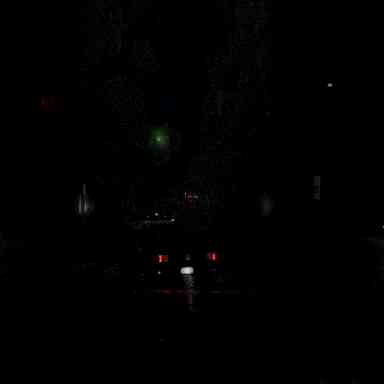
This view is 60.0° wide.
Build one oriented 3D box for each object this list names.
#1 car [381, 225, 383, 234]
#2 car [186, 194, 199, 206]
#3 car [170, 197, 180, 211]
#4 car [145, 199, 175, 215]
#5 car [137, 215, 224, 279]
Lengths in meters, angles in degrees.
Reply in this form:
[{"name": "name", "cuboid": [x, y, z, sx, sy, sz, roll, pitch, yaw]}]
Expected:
[{"name": "car", "cuboid": [12.637, 1.775, 16.811, 5.357, 1.411, 2.033, 1, 0, 0]}, {"name": "car", "cuboid": [0.110, 1.621, 58.722, 1.837, 1.490, 4.892, 0, 0, 0]}, {"name": "car", "cuboid": [-2.774, 1.564, 38.866, 1.837, 1.490, 4.892, 0, 0, 0]}, {"name": "car", "cuboid": [-2.812, 1.601, 28.294, 1.994, 1.385, 4.181, 0, 0, 0]}, {"name": "car", "cuboid": [-0.619, 1.605, 10.193, 1.895, 1.301, 4.718, 0, 0, -13]}]
